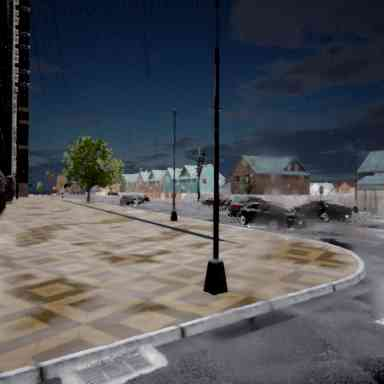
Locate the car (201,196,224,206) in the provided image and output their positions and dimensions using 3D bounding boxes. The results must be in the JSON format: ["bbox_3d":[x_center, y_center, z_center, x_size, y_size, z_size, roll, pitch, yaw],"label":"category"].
[{"bbox_3d":[3.150,1.258,43.408,2.033,1.411,5.357,1,0,-28],"label":"car"}]

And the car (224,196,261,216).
[{"bbox_3d":[4.809,1.157,25.849,2.097,1.767,4.553,1,0,-28],"label":"car"}]

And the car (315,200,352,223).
[{"bbox_3d":[9.352,1.368,24.618,1.837,1.490,4.892,1,0,-28],"label":"car"}]

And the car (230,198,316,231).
[{"bbox_3d":[4.512,1.336,19.425,1.837,1.490,4.892,1,0,-28],"label":"car"}]

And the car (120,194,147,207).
[{"bbox_3d":[-8.022,1.076,43.312,2.128,1.511,4.902,1,0,-28],"label":"car"}]

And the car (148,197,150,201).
[{"bbox_3d":[-9.331,1.117,60.179,1.895,1.301,4.718,1,0,-28],"label":"car"}]
